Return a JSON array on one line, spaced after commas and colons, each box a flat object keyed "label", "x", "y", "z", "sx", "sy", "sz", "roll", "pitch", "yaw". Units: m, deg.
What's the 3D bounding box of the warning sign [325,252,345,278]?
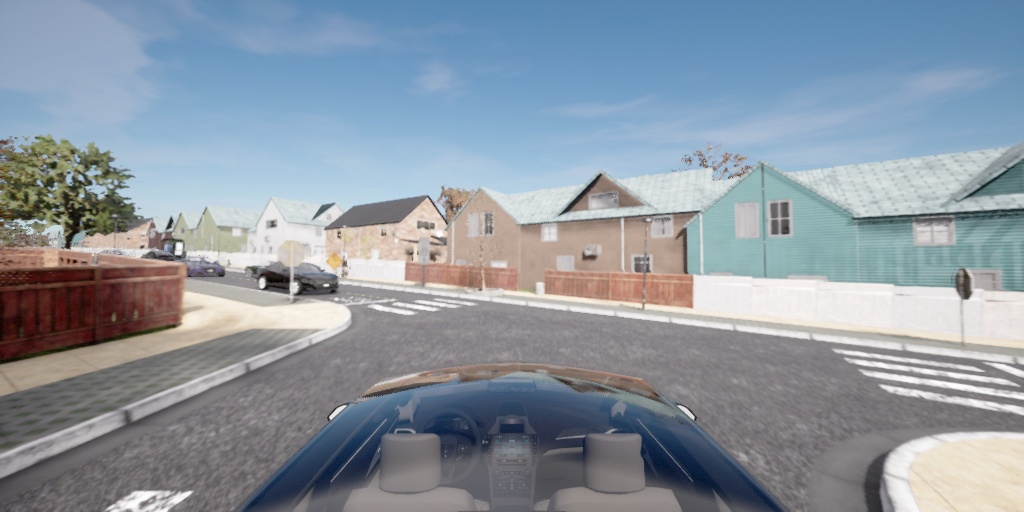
[{"label": "warning sign", "x": -12.462, "y": 0.646, "z": 25.191, "sx": 1.060, "sy": 1.860, "sz": 1.300, "roll": 0, "pitch": 0, "yaw": 32}]

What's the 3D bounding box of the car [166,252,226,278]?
[{"label": "car", "x": -21.358, "y": 0.715, "z": 24.405, "sx": 4.181, "sy": 1.385, "sz": 1.994, "roll": 2, "pitch": -1, "yaw": 32}]

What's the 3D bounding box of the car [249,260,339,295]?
[{"label": "car", "x": -10.632, "y": 0.991, "z": 17.779, "sx": 5.008, "sy": 1.535, "sz": 1.882, "roll": 2, "pitch": -1, "yaw": 32}]

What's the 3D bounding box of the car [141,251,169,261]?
[{"label": "car", "x": -37.076, "y": 0.196, "z": 37.550, "sx": 4.892, "sy": 1.490, "sz": 1.837, "roll": 2, "pitch": -1, "yaw": 32}]

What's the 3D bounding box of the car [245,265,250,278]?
[{"label": "car", "x": -16.515, "y": 0.959, "z": 24.881, "sx": 4.718, "sy": 1.301, "sz": 1.895, "roll": 2, "pitch": -1, "yaw": 32}]

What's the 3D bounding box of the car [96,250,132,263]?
[{"label": "car", "x": -39.886, "y": 0.103, "z": 35.972, "sx": 5.357, "sy": 1.411, "sz": 2.033, "roll": 2, "pitch": -1, "yaw": 32}]
